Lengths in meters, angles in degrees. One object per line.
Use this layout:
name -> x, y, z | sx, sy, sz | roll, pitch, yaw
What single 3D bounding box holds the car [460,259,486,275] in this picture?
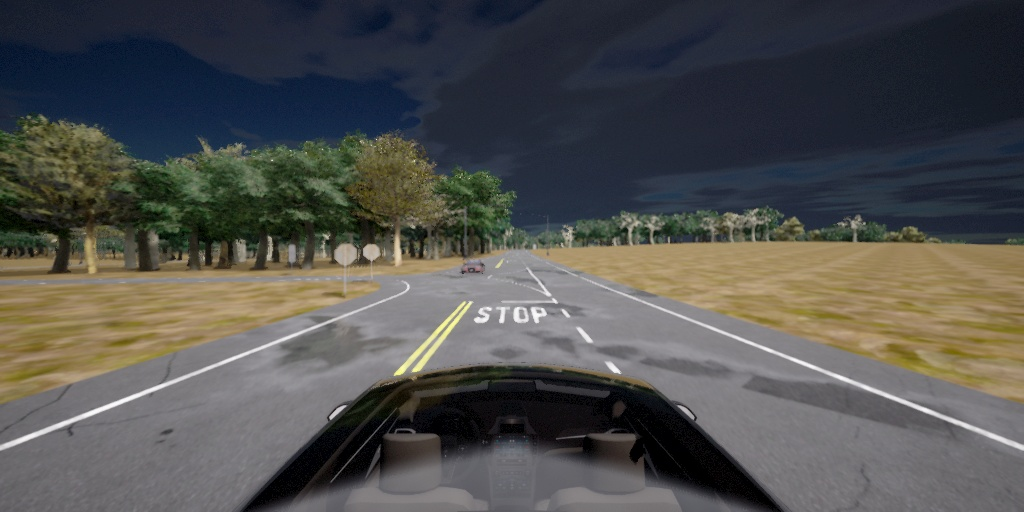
car -> -3.504, 0.965, 32.902 | 1.994, 1.385, 4.181 | -1, 2, 0
